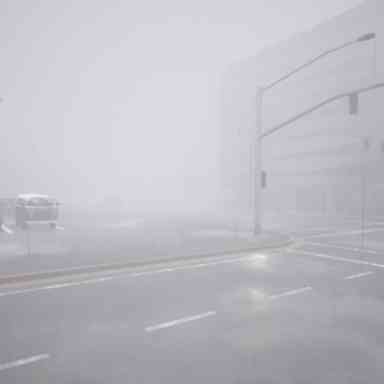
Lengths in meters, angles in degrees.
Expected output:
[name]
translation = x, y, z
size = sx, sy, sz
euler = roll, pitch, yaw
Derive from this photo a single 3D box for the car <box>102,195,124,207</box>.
[car]
translation = -13.396, 1.517, 56.236
size = 2.150, 2.045, 5.566
euler = 1, -1, -35
